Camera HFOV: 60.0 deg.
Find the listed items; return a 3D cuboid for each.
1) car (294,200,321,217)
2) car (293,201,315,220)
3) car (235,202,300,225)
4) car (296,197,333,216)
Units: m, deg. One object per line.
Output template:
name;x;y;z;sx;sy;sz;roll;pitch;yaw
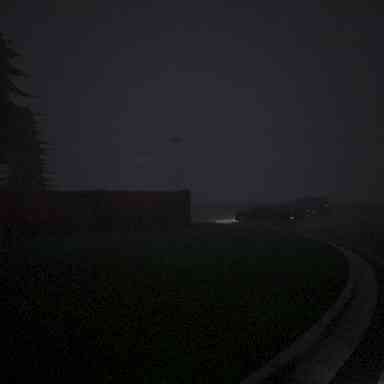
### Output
car;9.749;1.823;32.582;4.674;1.442;1.812;-1;-1;38
car;7.905;1.781;29.598;4.892;1.490;1.837;-1;-1;38
car;5.765;1.765;26.828;4.892;1.490;1.837;-1;-1;38
car;11.992;1.533;35.289;5.566;2.045;2.150;-1;-1;38
